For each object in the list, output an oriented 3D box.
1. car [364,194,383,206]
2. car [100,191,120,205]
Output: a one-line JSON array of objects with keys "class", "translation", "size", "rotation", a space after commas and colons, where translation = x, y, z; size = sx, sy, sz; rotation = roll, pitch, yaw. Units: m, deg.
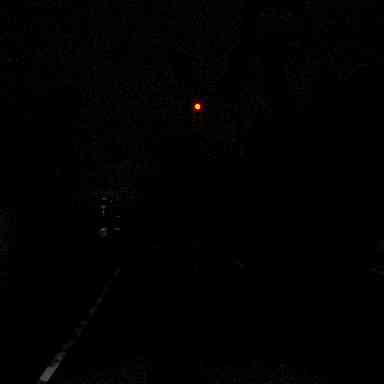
[{"class": "car", "translation": [23.434, 1.055, 40.537], "size": [4.902, 1.511, 2.128], "rotation": [2, 1, -16]}, {"class": "car", "translation": [-9.056, 0.603, 36.788], "size": [1.812, 1.442, 4.674], "rotation": [0, 2, -16]}]
